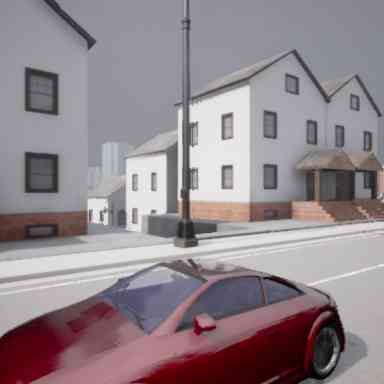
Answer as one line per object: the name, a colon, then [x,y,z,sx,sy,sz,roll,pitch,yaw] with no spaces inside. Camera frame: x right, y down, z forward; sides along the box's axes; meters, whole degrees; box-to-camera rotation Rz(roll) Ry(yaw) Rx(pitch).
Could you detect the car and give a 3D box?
car: [-0.060,1.566,3.945,4.181,1.385,1.994,0,0,-36]
